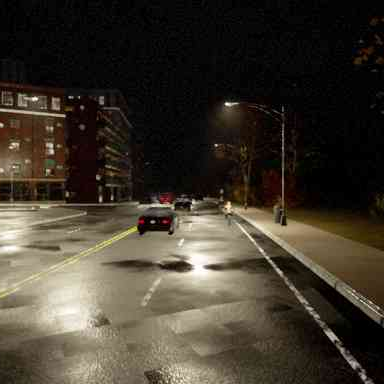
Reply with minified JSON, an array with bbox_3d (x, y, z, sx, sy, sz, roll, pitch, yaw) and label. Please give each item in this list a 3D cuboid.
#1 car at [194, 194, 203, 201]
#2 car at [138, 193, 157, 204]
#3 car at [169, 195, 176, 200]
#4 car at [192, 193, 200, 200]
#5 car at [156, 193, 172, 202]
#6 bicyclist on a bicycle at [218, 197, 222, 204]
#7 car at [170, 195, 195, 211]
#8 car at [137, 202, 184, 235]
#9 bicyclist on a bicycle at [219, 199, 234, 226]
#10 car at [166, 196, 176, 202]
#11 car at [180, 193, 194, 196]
[{"bbox_3d":[1.680,1.418,80.555,1.882,1.535,5.008,0,0,-3],"label":"car"},{"bbox_3d":[-7.739,1.451,56.314,1.882,1.535,5.008,0,0,2],"label":"car"},{"bbox_3d":[-5.187,1.489,88.617,1.994,1.385,4.181,0,0,-3],"label":"car"},{"bbox_3d":[1.096,1.279,92.758,2.097,1.767,4.553,0,0,-3],"label":"car"},{"bbox_3d":[-4.397,1.195,57.098,2.150,2.045,5.566,0,0,0],"label":"car"},{"bbox_3d":[2.738,1.356,31.147,0.659,1.776,1.843,0,0,2],"label":"bicyclist on a bicycle"},{"bbox_3d":[-1.092,1.474,39.651,2.128,1.511,4.902,0,0,1],"label":"car"},{"bbox_3d":[-1.801,1.542,18.934,2.033,1.411,5.357,0,0,3],"label":"car"},{"bbox_3d":[2.416,1.428,21.949,0.866,1.612,1.509,0,0,2],"label":"bicyclist on a bicycle"},{"bbox_3d":[-4.550,1.509,72.350,1.994,1.385,4.181,0,0,-1],"label":"car"},{"bbox_3d":[-0.978,1.473,57.937,1.837,1.490,4.892,0,0,0],"label":"car"}]
